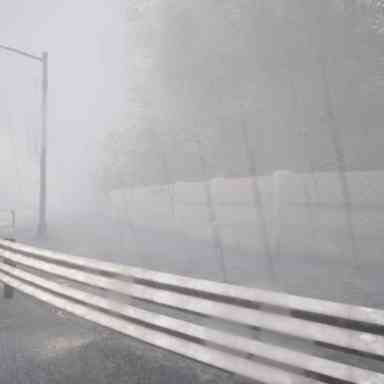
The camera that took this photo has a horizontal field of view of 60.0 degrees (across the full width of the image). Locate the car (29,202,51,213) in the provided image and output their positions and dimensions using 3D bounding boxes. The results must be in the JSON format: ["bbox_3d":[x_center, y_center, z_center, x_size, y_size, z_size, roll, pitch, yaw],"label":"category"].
[{"bbox_3d":[-25.249,2.656,55.348,1.837,1.490,4.892,1,-1,-16],"label":"car"}]

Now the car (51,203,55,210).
[{"bbox_3d":[-27.990,2.788,64.862,1.882,1.535,5.008,1,-1,-16],"label":"car"}]

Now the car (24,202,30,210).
[{"bbox_3d":[-32.016,2.729,66.196,2.128,1.511,4.902,1,-1,-16],"label":"car"}]
